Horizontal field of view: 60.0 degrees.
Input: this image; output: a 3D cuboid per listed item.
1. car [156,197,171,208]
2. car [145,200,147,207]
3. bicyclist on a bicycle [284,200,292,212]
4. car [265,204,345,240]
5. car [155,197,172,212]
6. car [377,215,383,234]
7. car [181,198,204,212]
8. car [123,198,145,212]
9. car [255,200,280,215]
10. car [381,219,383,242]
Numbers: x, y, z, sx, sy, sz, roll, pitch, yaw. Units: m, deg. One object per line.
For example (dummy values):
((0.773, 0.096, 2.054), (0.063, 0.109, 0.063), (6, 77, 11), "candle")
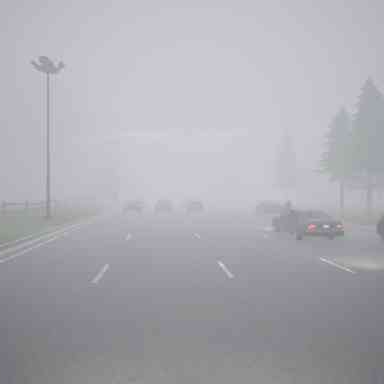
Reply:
((-4.127, 1.491, 48.092), (2.128, 1.511, 4.902), (0, 0, -6), "car")
((-7.636, 1.526, 48.035), (1.812, 1.442, 4.674), (0, 0, -5), "car")
((7.434, 1.454, 25.763), (0.582, 1.620, 1.656), (0, -2, 34), "bicyclist on a bicycle")
((5.656, 1.548, 16.978), (2.033, 1.411, 5.357), (0, 0, -4), "car")
((-3.226, 1.601, 38.037), (1.895, 1.301, 4.718), (0, 0, -5), "car")
((9.533, 1.217, 12.597), (2.150, 2.045, 5.566), (0, -1, -4), "car")
((0.245, 1.491, 38.544), (2.128, 1.511, 4.902), (0, 0, -5), "car")
((-6.746, 1.601, 38.117), (1.895, 1.301, 4.718), (0, 0, -5), "car")
((7.739, 1.526, 33.307), (1.812, 1.442, 4.674), (0, 0, -5), "car")
((6.429, 1.526, 7.065), (1.812, 1.442, 4.674), (0, 0, -3), "car")
